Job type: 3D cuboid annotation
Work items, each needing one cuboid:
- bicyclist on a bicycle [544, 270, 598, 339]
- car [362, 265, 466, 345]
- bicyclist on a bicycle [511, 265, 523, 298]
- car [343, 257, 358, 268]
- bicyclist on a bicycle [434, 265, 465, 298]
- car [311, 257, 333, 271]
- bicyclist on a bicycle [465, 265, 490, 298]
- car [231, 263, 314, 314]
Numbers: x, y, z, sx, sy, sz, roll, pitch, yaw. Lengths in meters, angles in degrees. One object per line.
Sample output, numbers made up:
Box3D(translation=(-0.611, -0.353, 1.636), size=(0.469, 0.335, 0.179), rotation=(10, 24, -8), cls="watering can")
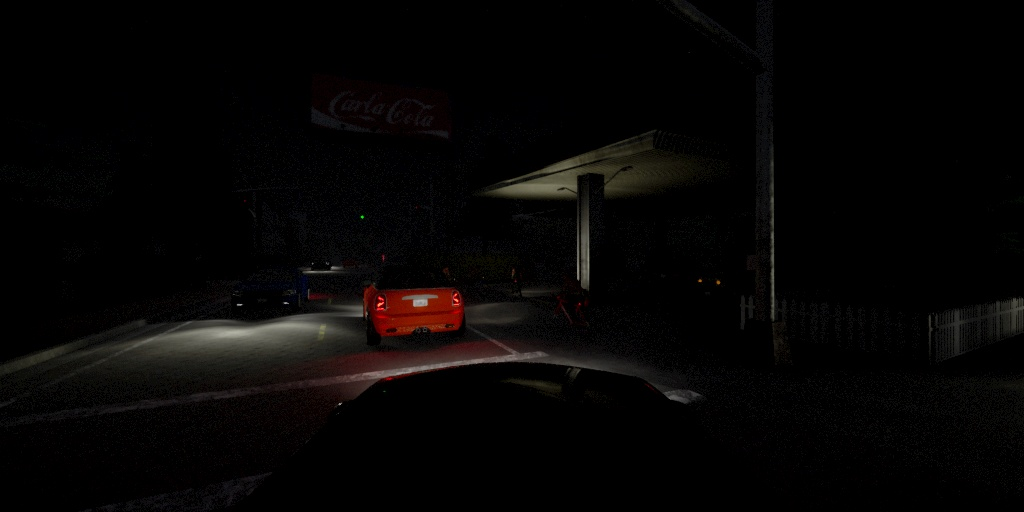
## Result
Box3D(translation=(1.450, 1.180, 8.915), size=(0.582, 1.620, 1.656), rotation=(3, -2, -44), cls="bicyclist on a bicycle")
Box3D(translation=(-2.779, 1.001, 9.478), size=(2.097, 1.767, 4.553), rotation=(0, 0, -24), cls="car")
Box3D(translation=(0.252, 1.270, 18.092), size=(0.582, 1.620, 1.656), rotation=(0, 0, 14), cls="bicyclist on a bicycle")
Box3D(translation=(-25.956, 0.946, 57.521), size=(2.097, 1.767, 4.553), rotation=(0, 0, -26), cls="car")
Box3D(translation=(-3.117, 1.235, 16.490), size=(1.656, 1.620, 0.582), rotation=(1, 0, 35), cls="bicyclist on a bicycle")
Box3D(translation=(-24.746, 0.967, 46.478), size=(2.097, 1.767, 4.553), rotation=(0, 0, -25), cls="car")
Box3D(translation=(-1.853, 1.265, 17.912), size=(1.656, 1.620, 0.582), rotation=(1, 0, -23), cls="bicyclist on a bicycle")
Box3D(translation=(-8.880, 1.146, 13.525), size=(1.882, 1.535, 5.008), rotation=(1, -1, -25), cls="car")
